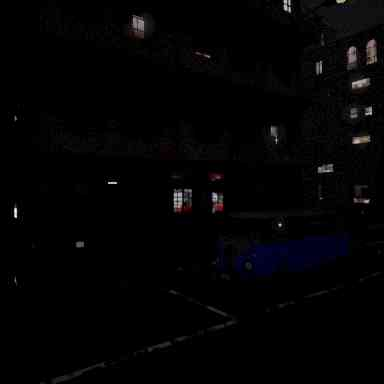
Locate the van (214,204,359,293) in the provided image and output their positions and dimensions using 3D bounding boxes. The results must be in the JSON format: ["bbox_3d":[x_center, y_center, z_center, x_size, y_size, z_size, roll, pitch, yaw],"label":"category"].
[{"bbox_3d":[2.392,1.338,8.546,3.998,1.788,1.690,0,-1,-37],"label":"van"}]

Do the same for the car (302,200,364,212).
[{"bbox_3d":[12.689,1.435,29.558,2.128,1.511,4.902,-1,1,-37],"label":"car"}]

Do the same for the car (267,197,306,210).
[{"bbox_3d":[11.562,1.351,40.949,1.887,1.381,4.507,-1,1,-37],"label":"car"}]

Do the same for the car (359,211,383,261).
[{"bbox_3d":[6.823,1.546,11.936,4.403,1.369,2.008,0,-1,-37],"label":"car"}]
